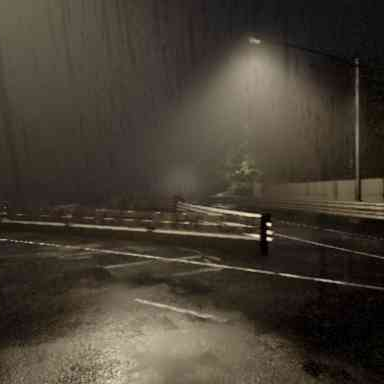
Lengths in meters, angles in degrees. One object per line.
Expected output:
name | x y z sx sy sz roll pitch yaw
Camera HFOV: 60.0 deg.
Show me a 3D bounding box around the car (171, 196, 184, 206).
car | -2.829 1.760 63.472 2.150 2.045 5.566 0 -3 -7
